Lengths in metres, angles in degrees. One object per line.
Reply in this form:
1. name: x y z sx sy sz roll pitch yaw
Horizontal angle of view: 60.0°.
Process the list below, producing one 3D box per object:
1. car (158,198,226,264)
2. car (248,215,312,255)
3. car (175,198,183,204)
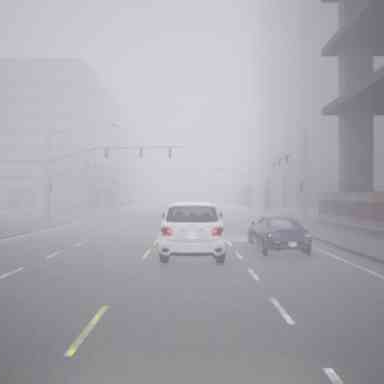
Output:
1. car: 0.016 1.356 12.550 2.150 2.045 5.566 0 0 0
2. car: 3.532 1.671 13.885 1.812 1.442 4.674 0 0 1
3. car: -3.460 2.384 88.258 1.882 1.535 5.008 0 -1 1
